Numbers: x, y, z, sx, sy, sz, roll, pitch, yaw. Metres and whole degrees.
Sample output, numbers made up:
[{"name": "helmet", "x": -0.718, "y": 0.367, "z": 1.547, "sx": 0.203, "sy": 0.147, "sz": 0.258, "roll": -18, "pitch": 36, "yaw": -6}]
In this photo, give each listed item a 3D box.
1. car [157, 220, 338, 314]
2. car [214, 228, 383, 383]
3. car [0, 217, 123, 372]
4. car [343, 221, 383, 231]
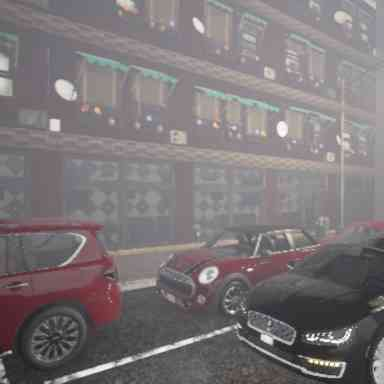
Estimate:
[{"name": "car", "x": 1.233, "y": 1.491, "z": 7.439, "sx": 4.097, "sy": 1.590, "sz": 1.967, "roll": 1, "pitch": 0, "yaw": -36}, {"name": "car", "x": 2.887, "y": 1.559, "z": 5.382, "sx": 4.892, "sy": 1.490, "sz": 1.837, "roll": 1, "pitch": -1, "yaw": -35}, {"name": "car", "x": -3.353, "y": 1.311, "z": 4.166, "sx": 5.009, "sy": 1.841, "sz": 2.192, "roll": 1, "pitch": 0, "yaw": -36}, {"name": "car", "x": 5.821, "y": 1.650, "z": 10.712, "sx": 4.507, "sy": 1.381, "sz": 1.887, "roll": 1, "pitch": 0, "yaw": -36}]
